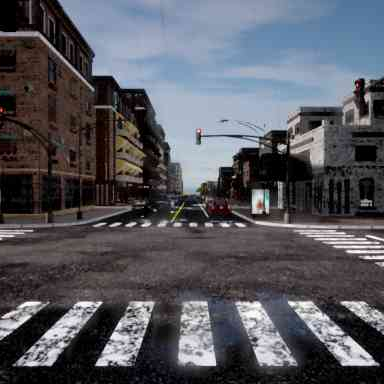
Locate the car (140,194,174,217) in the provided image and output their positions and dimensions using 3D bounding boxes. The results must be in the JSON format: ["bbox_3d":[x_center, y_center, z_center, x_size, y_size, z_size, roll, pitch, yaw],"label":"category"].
[{"bbox_3d":[-3.150,1.227,31.291,2.150,2.045,5.566,0,0,0],"label":"car"}]

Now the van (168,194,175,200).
[{"bbox_3d":[-5.853,1.431,94.440,1.690,1.788,3.998,-1,0,0],"label":"van"}]

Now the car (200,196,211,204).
[{"bbox_3d":[2.577,1.592,65.984,2.008,1.369,4.403,-1,0,0],"label":"car"}]

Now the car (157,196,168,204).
[{"bbox_3d":[-5.804,1.566,65.787,1.752,1.417,4.829,0,0,0],"label":"car"}]

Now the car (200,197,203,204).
[{"bbox_3d":[2.604,1.572,48.894,2.008,1.369,4.403,0,0,0],"label":"car"}]

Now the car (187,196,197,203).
[{"bbox_3d":[-0.026,1.594,70.257,2.033,1.411,5.357,0,0,0],"label":"car"}]

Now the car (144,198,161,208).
[{"bbox_3d":[-5.776,1.572,48.868,2.008,1.369,4.403,0,0,0],"label":"car"}]

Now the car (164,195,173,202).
[{"bbox_3d":[-5.832,1.593,82.876,1.752,1.417,4.829,-1,0,0],"label":"car"}]

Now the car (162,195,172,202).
[{"bbox_3d":[-5.825,1.498,77.350,1.967,1.590,4.097,0,0,0],"label":"car"}]

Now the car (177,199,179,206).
[{"bbox_3d":[-3.170,1.552,53.722,1.812,1.442,4.674,0,0,0],"label":"car"}]

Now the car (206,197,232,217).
[{"bbox_3d":[2.632,1.446,31.803,1.967,1.590,4.097,0,0,0],"label":"car"}]

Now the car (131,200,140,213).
[{"bbox_3d":[-5.757,1.561,37.474,2.008,1.369,4.403,0,0,0],"label":"car"}]

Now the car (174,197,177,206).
[{"bbox_3d":[-3.168,1.540,41.177,1.812,1.442,4.674,0,0,0],"label":"car"}]

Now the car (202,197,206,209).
[{"bbox_3d":[2.614,1.598,43.197,1.802,1.307,4.206,0,0,0],"label":"car"}]
